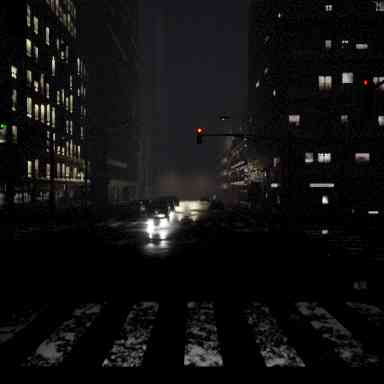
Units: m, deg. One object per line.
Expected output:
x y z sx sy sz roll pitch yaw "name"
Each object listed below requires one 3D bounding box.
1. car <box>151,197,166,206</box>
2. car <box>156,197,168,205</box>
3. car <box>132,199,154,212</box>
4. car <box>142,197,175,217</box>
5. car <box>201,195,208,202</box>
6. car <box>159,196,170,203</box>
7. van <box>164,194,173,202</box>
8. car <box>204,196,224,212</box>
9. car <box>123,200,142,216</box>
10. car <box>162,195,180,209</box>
-5.571 1.526 55.615 1.887 1.381 4.507 -1 0 0 "car"
-5.557 1.562 61.270 1.802 1.307 4.206 -1 0 0 "car"
-5.612 1.552 38.652 1.947 1.339 4.313 -1 0 0 "car"
-3.028 1.480 30.978 2.128 1.511 4.902 0 0 0 "car"
2.848 1.417 72.560 1.967 1.590 4.097 -1 0 0 "car"
-5.544 1.523 66.925 1.887 1.381 4.507 -1 0 0 "car"
-5.520 1.317 78.234 1.690 1.788 3.998 -1 0 0 "van"
2.768 1.537 38.632 2.008 1.369 4.403 -1 0 0 "car"
-5.626 1.513 32.828 1.752 1.417 4.829 -1 0 0 "car"
-2.999 1.477 40.463 2.128 1.511 4.902 0 0 0 "car"
